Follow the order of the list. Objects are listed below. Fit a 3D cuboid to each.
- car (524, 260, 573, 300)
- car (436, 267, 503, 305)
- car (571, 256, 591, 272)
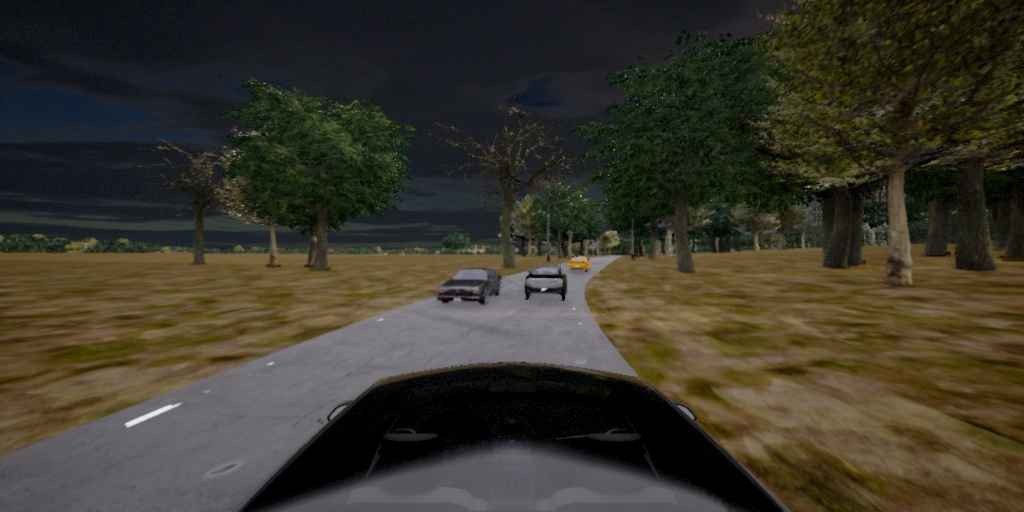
[{"bbox_3d":[1.727,1.164,17.291,2.128,1.511,4.902,0,1,10],"label":"car"},{"bbox_3d":[-1.641,1.223,16.005,2.033,1.411,5.357,0,1,9],"label":"car"},{"bbox_3d":[7.060,0.769,36.976,1.882,1.535,5.008,0,1,18],"label":"car"}]
